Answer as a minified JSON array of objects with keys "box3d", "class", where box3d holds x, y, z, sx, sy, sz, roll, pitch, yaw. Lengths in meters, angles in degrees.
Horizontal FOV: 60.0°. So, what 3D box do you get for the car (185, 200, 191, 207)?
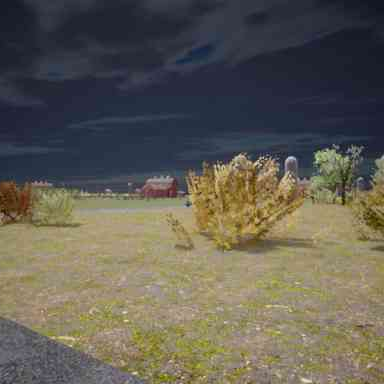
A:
[{"box3d":[0.700,2.067,62.467,1.837,1.490,4.892,-1,-1,36],"class":"car"}]
